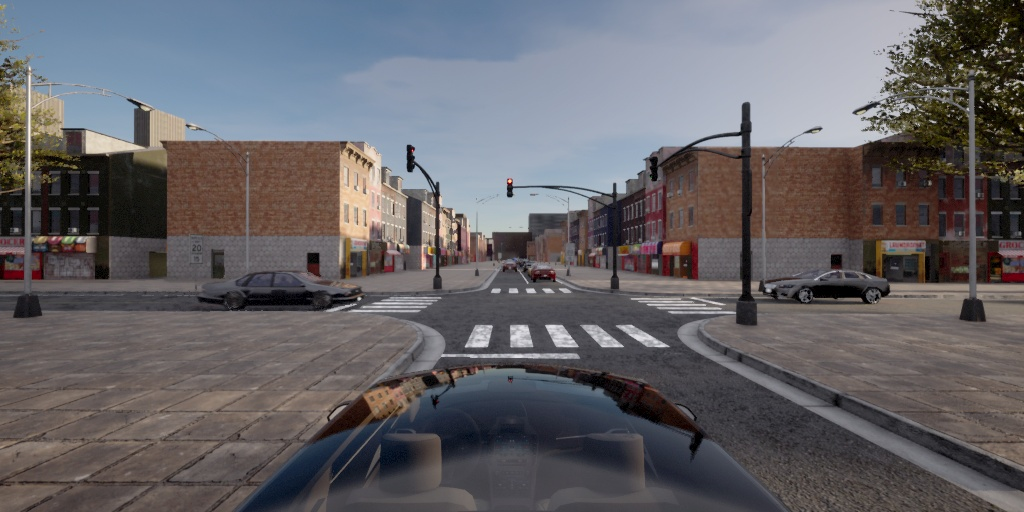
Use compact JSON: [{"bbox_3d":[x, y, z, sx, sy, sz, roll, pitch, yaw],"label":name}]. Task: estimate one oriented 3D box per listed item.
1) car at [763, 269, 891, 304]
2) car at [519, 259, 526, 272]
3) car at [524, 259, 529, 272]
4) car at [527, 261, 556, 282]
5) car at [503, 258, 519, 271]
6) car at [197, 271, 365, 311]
[{"bbox_3d":[14.268,1.334,16.444,4.902,1.511,2.128,0,0,1],"label":"car"},{"bbox_3d":[2.297,1.366,45.690,1.948,1.339,4.313,0,0,0],"label":"car"},{"bbox_3d":[2.384,1.301,34.502,1.751,1.417,4.829,0,0,0],"label":"car"},{"bbox_3d":[2.430,1.312,28.653,1.888,1.381,4.507,0,0,0],"label":"car"},{"bbox_3d":[-0.270,1.336,49.444,1.812,1.442,4.674,0,0,0],"label":"car"},{"bbox_3d":[-8.603,1.267,13.686,5.357,1.411,2.033,0,0,-6],"label":"car"}]
